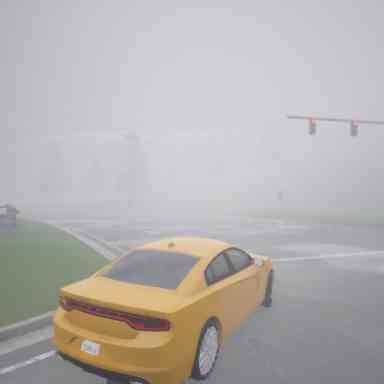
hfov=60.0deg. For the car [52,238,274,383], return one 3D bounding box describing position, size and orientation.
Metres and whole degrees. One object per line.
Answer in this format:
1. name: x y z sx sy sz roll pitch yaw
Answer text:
1. car: 0.042 1.542 5.773 1.882 1.535 5.008 2 0 27
